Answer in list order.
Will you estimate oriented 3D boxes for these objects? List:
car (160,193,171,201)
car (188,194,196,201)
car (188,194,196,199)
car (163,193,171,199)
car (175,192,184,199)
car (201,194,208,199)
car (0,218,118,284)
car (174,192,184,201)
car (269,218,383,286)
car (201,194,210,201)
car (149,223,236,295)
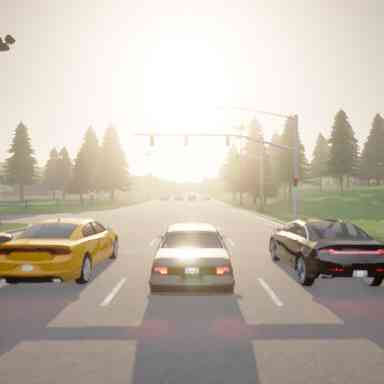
[{"bbox_3d":[-7.009,1.446,83.513,1.837,1.490,4.892,0,0,0],"label":"car"},{"bbox_3d":[-0.009,1.301,83.867,2.097,1.767,4.553,0,0,0],"label":"car"},{"bbox_3d":[-0.010,1.334,93.934,1.994,1.385,4.181,0,0,0],"label":"car"},{"bbox_3d":[-7.010,1.137,93.903,2.097,1.767,4.553,0,0,0],"label":"car"},{"bbox_3d":[-3.510,1.007,93.963,2.150,2.045,5.566,0,0,0],"label":"car"},{"bbox_3d":[3.490,1.306,93.934,1.812,1.442,4.674,0,0,0],"label":"car"},{"bbox_3d":[-3.488,1.472,9.581,1.882,1.535,5.008,0,0,1],"label":"car"},{"bbox_3d":[-3.509,1.424,83.513,1.882,1.535,5.008,0,0,0],"label":"car"},{"bbox_3d":[3.511,1.486,9.349,2.128,1.511,4.902,0,0,0],"label":"car"},{"bbox_3d":[3.491,1.471,83.931,1.812,1.442,4.674,0,0,0],"label":"car"},{"bbox_3d":[0.004,1.543,8.828,2.033,1.411,5.357,0,0,0],"label":"car"}]
